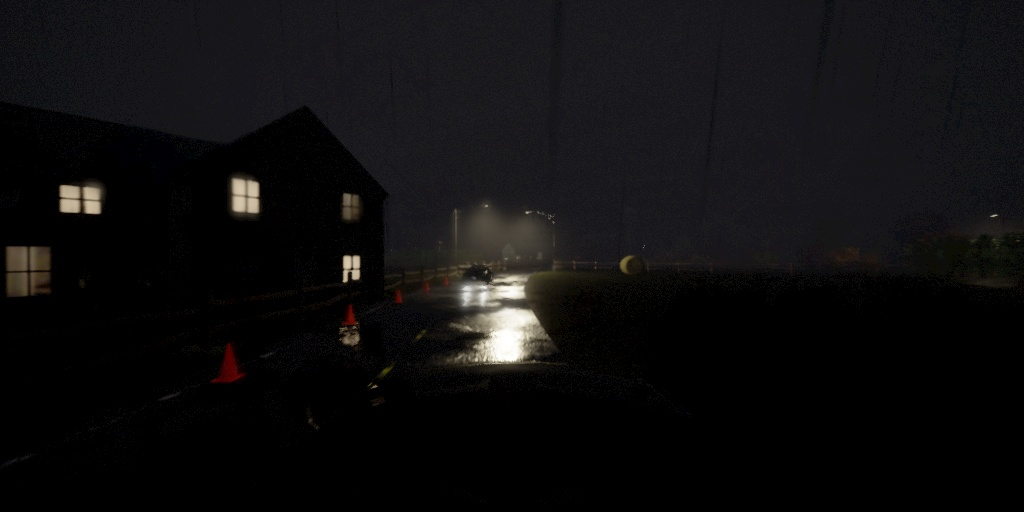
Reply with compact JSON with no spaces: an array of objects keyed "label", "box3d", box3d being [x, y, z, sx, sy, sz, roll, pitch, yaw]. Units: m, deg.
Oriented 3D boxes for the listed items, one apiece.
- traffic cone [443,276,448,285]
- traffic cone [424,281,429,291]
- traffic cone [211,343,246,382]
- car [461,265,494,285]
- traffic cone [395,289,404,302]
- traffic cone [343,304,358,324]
[{"label":"traffic cone","box3d":[-4.786,1.779,26.133,0.340,0.580,0.340,0,0,3]},{"label":"traffic cone","box3d":[-4.997,1.767,21.053,0.340,0.580,0.340,0,0,1]},{"label":"traffic cone","box3d":[-4.670,1.732,5.919,0.340,0.580,0.340,0,0,-2]},{"label":"car","box3d":[-2.518,1.383,27.078,1.994,1.385,4.181,0,0,3]},{"label":"traffic cone","box3d":[-5.034,1.756,15.968,0.340,0.580,0.340,0,0,-1]},{"label":"traffic cone","box3d":[-4.897,1.744,10.886,0.340,0.580,0.340,0,0,-3]}]
